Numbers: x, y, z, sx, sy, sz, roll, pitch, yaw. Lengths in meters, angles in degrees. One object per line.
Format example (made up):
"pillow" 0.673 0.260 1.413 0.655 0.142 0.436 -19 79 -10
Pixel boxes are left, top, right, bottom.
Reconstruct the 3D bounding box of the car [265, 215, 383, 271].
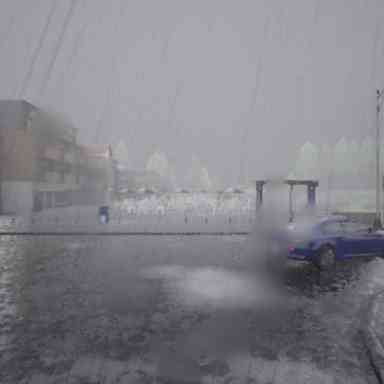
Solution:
"car" 4.506 1.472 10.561 4.674 1.442 1.812 0 -1 -25

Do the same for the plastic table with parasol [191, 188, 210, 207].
"plastic table with parasol" 1.165 0.696 45.279 2.482 2.480 2.482 0 0 0
